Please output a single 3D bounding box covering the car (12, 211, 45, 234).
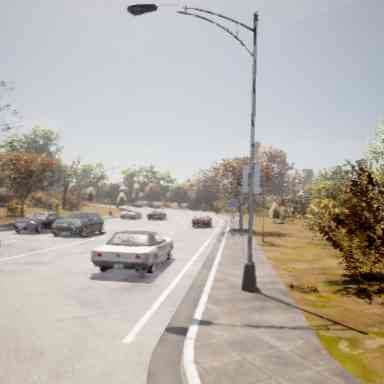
[{"bbox_3d":[-11.076,2.187,24.494,2.128,1.511,4.902,2,-2,7],"label":"car"}]

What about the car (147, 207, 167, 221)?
[{"bbox_3d":[-4.811,3.181,45.623,1.895,1.301,4.718,2,-1,6],"label":"car"}]

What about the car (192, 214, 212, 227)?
[{"bbox_3d":[1.147,3.123,36.519,1.895,1.301,4.718,2,-2,7],"label":"car"}]

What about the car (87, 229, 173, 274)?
[{"bbox_3d":[-1.950,2.095,12.399,1.895,1.301,4.718,2,-3,7],"label":"car"}]

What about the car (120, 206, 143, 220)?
[{"bbox_3d":[-8.333,3.070,45.648,1.895,1.301,4.718,2,-1,7],"label":"car"}]

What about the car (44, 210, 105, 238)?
[{"bbox_3d":[-7.736,2.103,23.000,2.097,1.767,4.553,2,-2,7],"label":"car"}]
